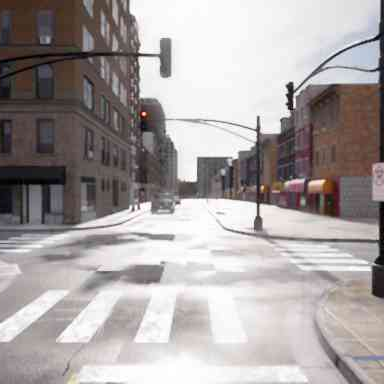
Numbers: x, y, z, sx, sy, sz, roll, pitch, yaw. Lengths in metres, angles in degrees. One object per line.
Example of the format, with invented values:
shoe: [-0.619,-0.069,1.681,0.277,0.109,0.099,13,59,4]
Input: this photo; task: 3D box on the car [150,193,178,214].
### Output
car: [-2.904,1.098,34.191,2.150,2.045,5.566,0,0,0]

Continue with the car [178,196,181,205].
car: [-2.889,1.399,56.630,1.882,1.535,5.008,0,0,1]
